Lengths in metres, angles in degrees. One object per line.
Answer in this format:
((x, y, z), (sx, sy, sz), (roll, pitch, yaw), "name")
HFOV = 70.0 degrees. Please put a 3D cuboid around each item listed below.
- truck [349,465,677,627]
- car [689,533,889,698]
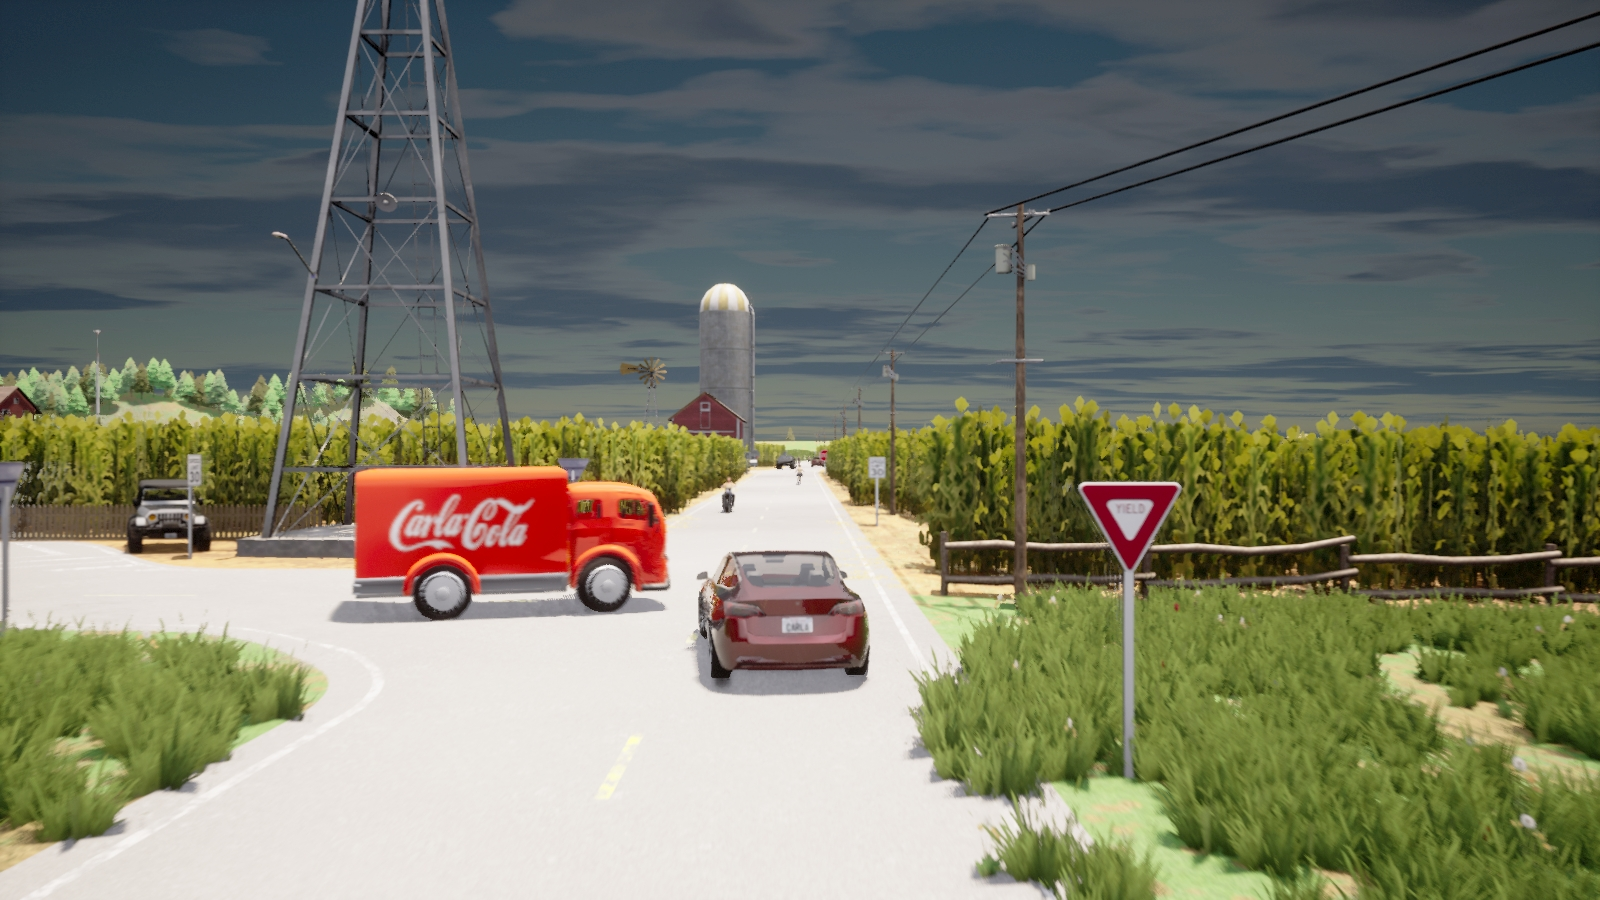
((-4.935, 1.538, 19.942), (5.204, 2.467, 2.627), (0, 0, -15), "truck")
((-0.344, 2.056, 15.463), (2.163, 1.488, 4.792), (0, 0, -7), "car")
